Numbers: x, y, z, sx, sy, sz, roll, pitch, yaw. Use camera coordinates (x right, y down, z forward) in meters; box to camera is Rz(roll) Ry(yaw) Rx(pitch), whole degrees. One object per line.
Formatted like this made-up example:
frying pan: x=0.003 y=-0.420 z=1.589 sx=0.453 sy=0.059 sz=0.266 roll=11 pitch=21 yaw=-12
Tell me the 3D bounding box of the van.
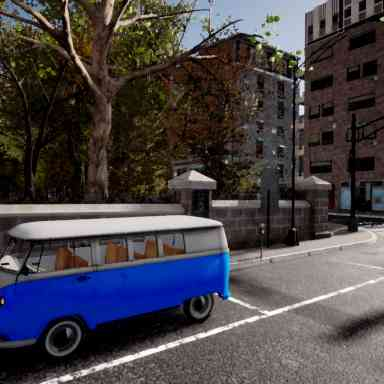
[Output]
van: x=-1.202 y=1.342 z=5.644 sx=3.998 sy=1.788 sz=1.690 roll=0 pitch=1 yaw=-36
